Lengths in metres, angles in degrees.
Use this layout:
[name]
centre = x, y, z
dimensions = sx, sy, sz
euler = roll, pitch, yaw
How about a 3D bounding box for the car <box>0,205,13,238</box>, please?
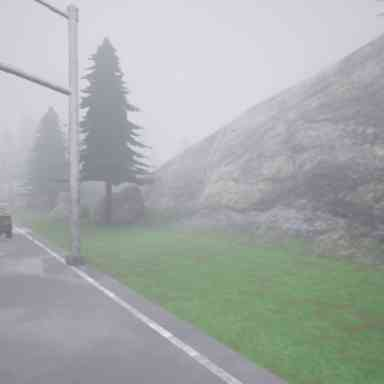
[car]
centre = -9.828, 1.336, 15.860
dimensions = 1.882, 1.535, 5.008
euler = -1, 1, -35
